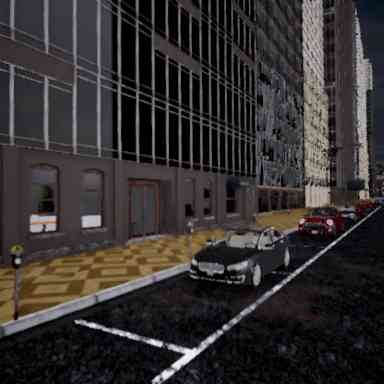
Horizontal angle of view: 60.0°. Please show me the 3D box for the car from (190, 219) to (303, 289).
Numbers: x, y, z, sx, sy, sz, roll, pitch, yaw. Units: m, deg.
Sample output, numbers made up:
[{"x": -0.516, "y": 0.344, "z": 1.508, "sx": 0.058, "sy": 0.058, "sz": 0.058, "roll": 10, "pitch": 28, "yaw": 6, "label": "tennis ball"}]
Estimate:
[{"x": 1.569, "y": 1.661, "z": 9.589, "sx": 2.008, "sy": 1.369, "sz": 4.403, "roll": 0, "pitch": -1, "yaw": 32, "label": "car"}]

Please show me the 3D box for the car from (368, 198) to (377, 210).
[{"x": 25.363, "y": 1.914, "z": 48.386, "sx": 1.887, "sy": 1.381, "sz": 4.507, "roll": -1, "pitch": -1, "yaw": 32, "label": "car"}]

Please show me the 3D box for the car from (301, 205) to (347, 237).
[{"x": 7.518, "y": 1.614, "z": 19.290, "sx": 1.967, "sy": 1.590, "sz": 4.097, "roll": -1, "pitch": -1, "yaw": 32, "label": "car"}]

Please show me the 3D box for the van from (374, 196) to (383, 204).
[{"x": 46.182, "y": 1.951, "z": 82.336, "sx": 1.690, "sy": 1.788, "sz": 3.998, "roll": -1, "pitch": -1, "yaw": 32, "label": "van"}]

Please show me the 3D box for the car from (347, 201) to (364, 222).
[{"x": 13.466, "y": 1.789, "z": 28.988, "sx": 2.008, "sy": 1.369, "sz": 4.403, "roll": -1, "pitch": -1, "yaw": 32, "label": "car"}]

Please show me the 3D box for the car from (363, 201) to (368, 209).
[{"x": 16.440, "y": 1.815, "z": 33.837, "sx": 1.887, "sy": 1.381, "sz": 4.507, "roll": -1, "pitch": -1, "yaw": 32, "label": "car"}]

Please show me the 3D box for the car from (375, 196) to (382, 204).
[{"x": 43.209, "y": 2.126, "z": 77.484, "sx": 2.008, "sy": 1.369, "sz": 4.403, "roll": -1, "pitch": -1, "yaw": 32, "label": "car"}]
